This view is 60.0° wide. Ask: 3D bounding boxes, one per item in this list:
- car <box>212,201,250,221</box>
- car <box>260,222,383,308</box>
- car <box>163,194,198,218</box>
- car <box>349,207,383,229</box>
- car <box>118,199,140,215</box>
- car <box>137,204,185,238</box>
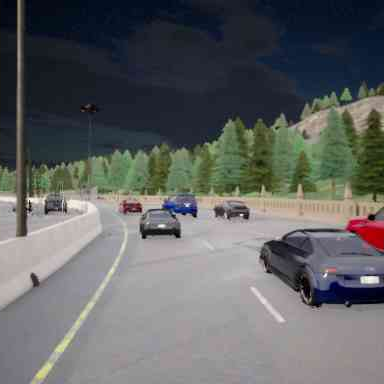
[{"bbox_3d":[3.147,1.494,27.477,1.837,1.490,4.892,0,0,-15],"label":"car"},{"bbox_3d":[3.057,1.553,7.982,1.994,1.385,4.181,0,0,-4],"label":"car"},{"bbox_3d":[-1.158,1.227,29.984,2.150,2.045,5.566,0,0,-17],"label":"car"},{"bbox_3d":[6.500,1.197,9.216,2.150,2.045,5.566,0,0,-5],"label":"car"},{"bbox_3d":[-6.493,1.503,34.752,1.882,1.535,5.008,0,0,-20],"label":"car"},{"bbox_3d":[-1.776,1.571,17.698,1.994,1.385,4.181,0,0,-10],"label":"car"}]
